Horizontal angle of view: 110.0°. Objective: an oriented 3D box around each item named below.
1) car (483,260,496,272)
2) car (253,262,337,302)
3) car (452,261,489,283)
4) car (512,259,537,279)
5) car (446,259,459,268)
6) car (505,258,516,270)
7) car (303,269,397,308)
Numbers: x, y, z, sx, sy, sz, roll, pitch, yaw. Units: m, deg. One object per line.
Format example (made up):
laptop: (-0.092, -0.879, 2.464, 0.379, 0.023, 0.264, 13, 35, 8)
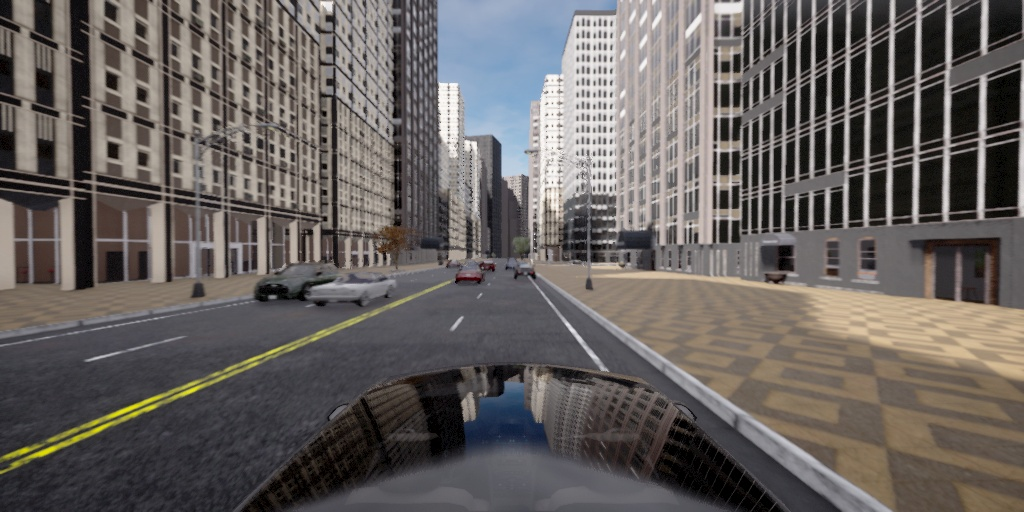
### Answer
car: (-3.150, 1.237, 47.136, 1.882, 1.535, 5.008, 0, 0, 0)
car: (-9.846, 1.105, 16.982, 2.097, 1.767, 4.553, 0, 0, 0)
car: (-3.150, 1.319, 27.734, 1.994, 1.385, 4.181, 0, 0, 0)
car: (1.137, 1.282, 32.261, 1.812, 1.442, 4.674, 0, 0, 0)
car: (-9.769, 1.293, 59.616, 1.812, 1.442, 4.674, 0, 0, 0)
car: (0.014, 1.325, 52.459, 1.994, 1.385, 4.181, 0, 0, 0)
car: (-6.598, 1.354, 15.446, 1.895, 1.301, 4.718, 0, 0, 0)
